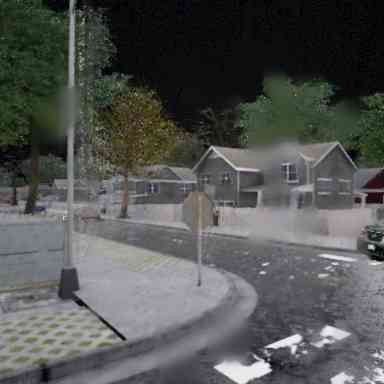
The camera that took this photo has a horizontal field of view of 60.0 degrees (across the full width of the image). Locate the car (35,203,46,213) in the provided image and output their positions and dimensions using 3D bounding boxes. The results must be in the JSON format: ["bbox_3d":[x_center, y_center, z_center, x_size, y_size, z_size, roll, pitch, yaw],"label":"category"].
[{"bbox_3d":[-24.877,2.521,53.453,1.882,1.535,5.008,1,-1,-36],"label":"car"}]

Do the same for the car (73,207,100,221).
[{"bbox_3d":[-11.105,2.254,34.532,1.994,1.385,4.181,1,-1,-36],"label":"car"}]

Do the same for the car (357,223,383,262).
[{"bbox_3d":[8.577,1.426,11.365,5.566,2.045,2.150,0,0,-10],"label":"car"}]
